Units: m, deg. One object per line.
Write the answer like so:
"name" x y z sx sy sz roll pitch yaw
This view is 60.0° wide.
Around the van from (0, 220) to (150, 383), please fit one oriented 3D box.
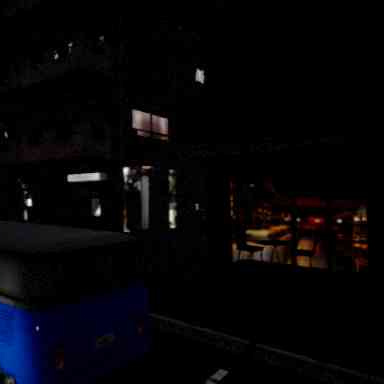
"van" -2.434 1.344 4.628 3.998 1.788 1.690 0 -1 36
